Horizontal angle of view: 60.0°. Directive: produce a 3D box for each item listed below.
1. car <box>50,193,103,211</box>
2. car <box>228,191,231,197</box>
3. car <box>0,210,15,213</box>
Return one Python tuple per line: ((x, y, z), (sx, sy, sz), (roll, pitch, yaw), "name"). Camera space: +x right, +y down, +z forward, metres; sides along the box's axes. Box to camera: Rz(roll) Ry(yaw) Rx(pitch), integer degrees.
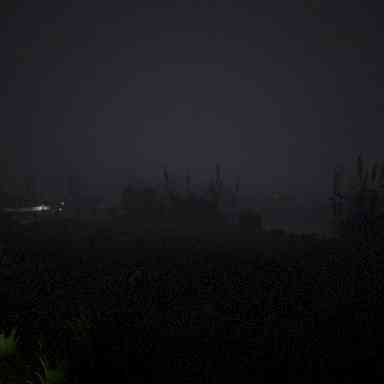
((-10.527, 0.961, 30.377), (2.097, 1.767, 4.553), (0, 3, 40), "car")
((3.499, 0.513, 40.257), (2.150, 2.045, 5.566), (0, -1, 43), "car")
((-13.552, 1.494, 21.170), (1.812, 1.442, 4.674), (0, 1, 39), "car")
